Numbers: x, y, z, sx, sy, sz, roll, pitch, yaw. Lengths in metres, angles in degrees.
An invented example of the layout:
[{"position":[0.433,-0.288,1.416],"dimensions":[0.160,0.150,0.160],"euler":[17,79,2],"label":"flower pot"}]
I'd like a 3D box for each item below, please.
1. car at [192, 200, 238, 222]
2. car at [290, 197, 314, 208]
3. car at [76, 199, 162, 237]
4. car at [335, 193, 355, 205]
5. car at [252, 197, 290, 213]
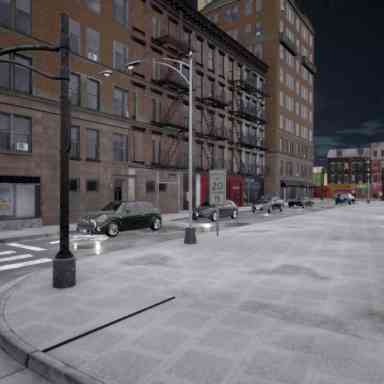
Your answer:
[{"position":[1.740,1.303,24.759],"dimensions":[1.837,1.490,4.892],"euler":[0,1,36],"label":"car"},{"position":[13.432,1.267,40.946],"dimensions":[1.895,1.301,4.718],"euler":[0,1,36],"label":"car"},{"position":[-3.666,1.217,17.286],"dimensions":[2.097,1.767,4.553],"euler":[0,1,37],"label":"car"},{"position":[22.878,0.952,49.538],"dimensions":[2.097,1.767,4.553],"euler":[0,1,36],"label":"car"},{"position":[7.561,1.222,32.845],"dimensions":[2.128,1.511,4.902],"euler":[0,1,36],"label":"car"}]
